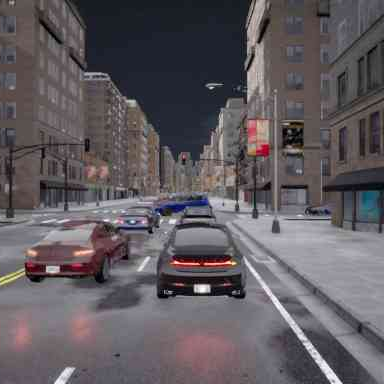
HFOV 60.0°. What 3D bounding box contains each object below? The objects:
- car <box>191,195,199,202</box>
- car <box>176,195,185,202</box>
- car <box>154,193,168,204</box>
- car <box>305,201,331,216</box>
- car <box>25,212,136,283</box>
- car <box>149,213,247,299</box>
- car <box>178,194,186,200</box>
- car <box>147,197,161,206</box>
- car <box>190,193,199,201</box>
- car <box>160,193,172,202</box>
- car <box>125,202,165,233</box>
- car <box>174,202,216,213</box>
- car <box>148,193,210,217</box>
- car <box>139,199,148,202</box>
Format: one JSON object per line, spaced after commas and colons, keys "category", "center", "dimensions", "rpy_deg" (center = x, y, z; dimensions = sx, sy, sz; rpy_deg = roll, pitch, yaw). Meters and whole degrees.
{"category": "car", "center": [0.637, 1.473, 75.392], "dimensions": [1.812, 1.442, 4.674], "rpy_deg": [0, 0, 0]}
{"category": "car", "center": [-2.622, 1.493, 75.655], "dimensions": [1.994, 1.385, 4.181], "rpy_deg": [0, 0, 0]}
{"category": "car", "center": [-5.998, 1.183, 64.765], "dimensions": [2.150, 2.045, 5.566], "rpy_deg": [0, 0, 1]}
{"category": "car", "center": [14.124, 1.634, 33.127], "dimensions": [5.357, 1.411, 2.033], "rpy_deg": [0, -1, -3]}
{"category": "car", "center": [-3.026, 1.527, 9.595], "dimensions": [1.812, 1.442, 4.674], "rpy_deg": [0, 0, 1]}
{"category": "car", "center": [0.205, 1.506, 8.459], "dimensions": [1.837, 1.490, 4.892], "rpy_deg": [0, 0, 0]}
{"category": "car", "center": [-2.545, 1.245, 85.658], "dimensions": [1.882, 1.535, 5.008], "rpy_deg": [0, 0, 0]}
{"category": "car", "center": [-6.126, 1.498, 54.104], "dimensions": [1.812, 1.442, 4.674], "rpy_deg": [0, 0, 1]}
{"category": "car", "center": [0.706, 1.160, 85.660], "dimensions": [2.150, 2.045, 5.566], "rpy_deg": [0, 0, 0]}
{"category": "car", "center": [-5.874, 1.170, 75.458], "dimensions": [2.150, 2.045, 5.566], "rpy_deg": [0, 0, 0]}
{"category": "car", "center": [-2.959, 1.546, 19.162], "dimensions": [2.033, 1.411, 5.357], "rpy_deg": [0, 0, 0]}
{"category": "car", "center": [0.291, 1.490, 17.855], "dimensions": [2.128, 1.511, 4.902], "rpy_deg": [0, 0, -1]}
{"category": "car", "center": [-0.928, 1.231, 31.193], "dimensions": [5.566, 2.045, 2.150], "rpy_deg": [1, 0, -20]}
{"category": "car", "center": [-6.212, 1.582, 44.093], "dimensions": [1.895, 1.301, 4.718], "rpy_deg": [0, 0, 0]}
